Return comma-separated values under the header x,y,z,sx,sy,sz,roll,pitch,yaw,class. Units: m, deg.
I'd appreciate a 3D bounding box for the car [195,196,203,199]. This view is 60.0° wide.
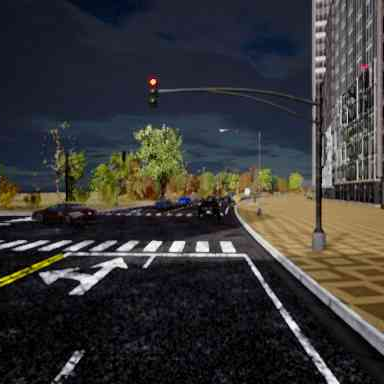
x,y,z,sx,sy,sz,roll,pitch,yaw,class
1.706,1.573,74.660,2.033,1.411,5.357,0,0,12,car

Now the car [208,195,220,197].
x,y,z,sx,sy,sz,roll,pitch,yaw,class
4.168,1.518,70.532,1.882,1.535,5.008,0,0,12,car

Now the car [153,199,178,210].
x,y,z,sx,sy,sz,roll,pitch,yaw,class
-3.660,1.569,43.480,2.033,1.411,5.357,0,0,7,car

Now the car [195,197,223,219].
x,y,z,sx,sy,sz,roll,pitch,yaw,class
1.590,1.493,29.726,1.882,1.535,5.008,0,0,5,car

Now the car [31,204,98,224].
x,y,z,sx,sy,sz,roll,pitch,yaw,class
-9.417,1.556,24.555,5.357,1.411,2.033,0,0,29,car

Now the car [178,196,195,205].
x,y,z,sx,sy,sz,roll,pitch,yaw,class
-1.285,1.511,59.271,1.882,1.535,5.008,0,0,10,car

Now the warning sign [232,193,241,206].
x,y,z,sx,sy,sz,roll,pitch,yaw,class
6.503,1.146,48.368,1.300,1.860,1.060,0,0,8,warning sign

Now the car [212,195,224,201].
x,y,z,sx,sy,sz,roll,pitch,yaw,class
6.382,1.447,80.646,2.033,1.411,5.357,0,0,14,car

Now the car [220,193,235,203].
x,y,z,sx,sy,sz,roll,pitch,yaw,class
7.448,1.522,70.341,1.882,1.535,5.008,0,0,12,car
